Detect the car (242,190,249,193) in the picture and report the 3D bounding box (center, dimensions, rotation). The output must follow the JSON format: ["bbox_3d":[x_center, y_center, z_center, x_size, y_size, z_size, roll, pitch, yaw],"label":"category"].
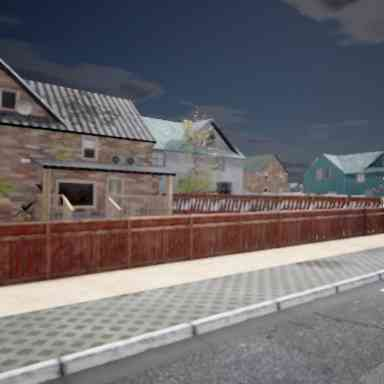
[{"bbox_3d":[6.308,0.705,42.736,2.150,2.045,5.566,2,0,-35],"label":"car"}]
